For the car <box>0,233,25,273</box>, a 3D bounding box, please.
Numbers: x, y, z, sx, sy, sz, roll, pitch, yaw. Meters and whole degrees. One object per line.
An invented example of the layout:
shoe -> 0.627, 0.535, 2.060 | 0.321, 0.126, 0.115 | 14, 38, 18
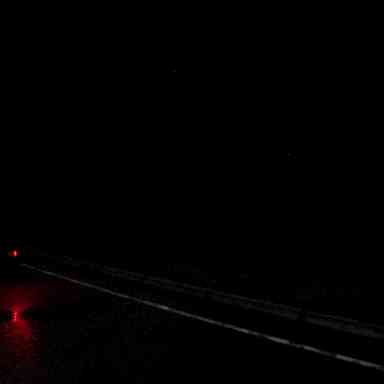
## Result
car -> -6.767, 1.647, 9.711 | 4.718, 1.301, 1.895 | 0, 0, 42
